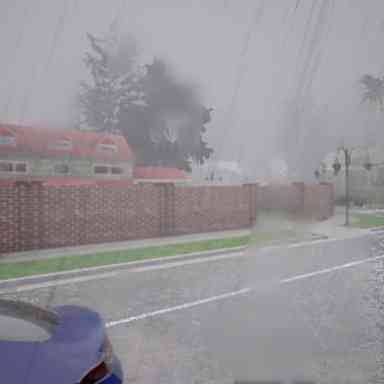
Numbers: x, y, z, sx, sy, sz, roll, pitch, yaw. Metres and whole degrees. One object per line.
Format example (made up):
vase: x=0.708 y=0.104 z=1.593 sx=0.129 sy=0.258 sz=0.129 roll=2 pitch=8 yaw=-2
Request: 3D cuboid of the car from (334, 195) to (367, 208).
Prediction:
car: x=17.990 y=1.068 z=39.237 sx=1.837 sy=1.490 sz=4.892 roll=0 pitch=1 yaw=-34

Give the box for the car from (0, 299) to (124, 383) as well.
car: x=-2.741 y=1.534 z=2.018 sx=4.674 sy=1.442 sz=1.812 roll=0 pitch=0 yaw=-35
